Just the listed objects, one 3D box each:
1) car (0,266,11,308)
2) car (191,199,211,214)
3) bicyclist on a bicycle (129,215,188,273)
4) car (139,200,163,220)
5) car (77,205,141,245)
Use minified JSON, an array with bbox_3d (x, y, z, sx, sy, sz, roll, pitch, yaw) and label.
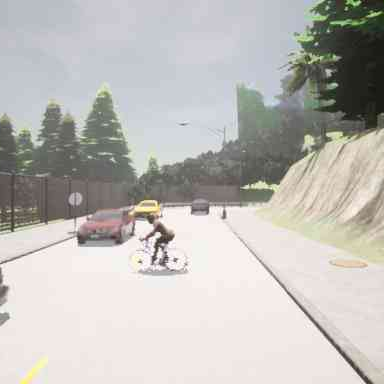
[{"bbox_3d":[-4.076,1.547,3.403,2.033,1.411,5.357,0,0,0],"label":"car"},{"bbox_3d":[0.969,1.491,35.548,2.128,1.511,4.902,0,0,5],"label":"car"},{"bbox_3d":[-0.958,1.450,9.249,1.656,1.620,0.582,-2,0,0],"label":"bicyclist on a bicycle"},{"bbox_3d":[-3.623,1.478,28.085,1.882,1.535,5.008,0,0,1],"label":"car"},{"bbox_3d":[-3.855,1.525,15.684,1.812,1.442,4.674,0,0,1],"label":"car"}]
